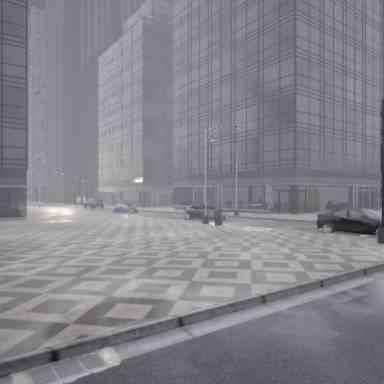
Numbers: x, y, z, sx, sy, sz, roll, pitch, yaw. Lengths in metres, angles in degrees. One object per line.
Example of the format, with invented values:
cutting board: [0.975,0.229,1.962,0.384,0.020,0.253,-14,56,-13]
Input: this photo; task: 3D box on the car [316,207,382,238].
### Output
car: [9.129,1.597,17.914,1.882,1.535,5.008,0,-1,-31]

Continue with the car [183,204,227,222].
car: [1.096,1.843,29.665,1.837,1.490,4.892,0,-1,-36]

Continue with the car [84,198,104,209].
car: [-18.293,2.147,61.869,2.150,2.045,5.566,0,-1,-37]

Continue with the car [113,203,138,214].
car: [-8.718,2.123,43.239,1.812,1.442,4.674,0,-1,-36]
